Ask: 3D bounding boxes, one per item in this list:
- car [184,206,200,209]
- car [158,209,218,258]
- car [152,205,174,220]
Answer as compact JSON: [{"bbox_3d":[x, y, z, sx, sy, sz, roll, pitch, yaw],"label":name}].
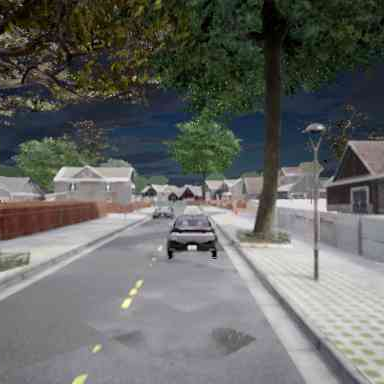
[{"bbox_3d":[0.033,1.917,28.852,1.812,1.442,4.674,0,-1,1],"label":"car"},{"bbox_3d":[0.025,1.666,13.512,2.128,1.511,4.902,0,-1,0],"label":"car"},{"bbox_3d":[-2.755,2.020,32.972,1.994,1.385,4.181,0,-1,0],"label":"car"}]
